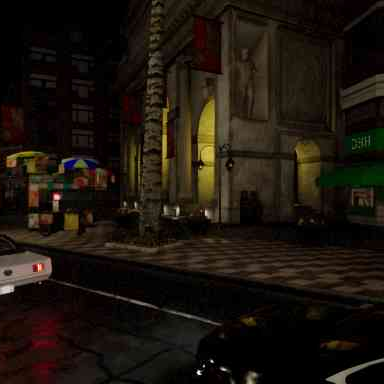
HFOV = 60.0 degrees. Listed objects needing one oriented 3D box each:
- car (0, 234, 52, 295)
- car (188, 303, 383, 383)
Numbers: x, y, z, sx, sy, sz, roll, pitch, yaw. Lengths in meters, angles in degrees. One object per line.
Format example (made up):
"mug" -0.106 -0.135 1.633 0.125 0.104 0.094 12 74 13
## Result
"car" -5.393 1.601 7.711 4.718 1.301 1.895 0 0 35
"car" 2.200 1.505 2.258 4.892 1.490 1.837 0 0 37
